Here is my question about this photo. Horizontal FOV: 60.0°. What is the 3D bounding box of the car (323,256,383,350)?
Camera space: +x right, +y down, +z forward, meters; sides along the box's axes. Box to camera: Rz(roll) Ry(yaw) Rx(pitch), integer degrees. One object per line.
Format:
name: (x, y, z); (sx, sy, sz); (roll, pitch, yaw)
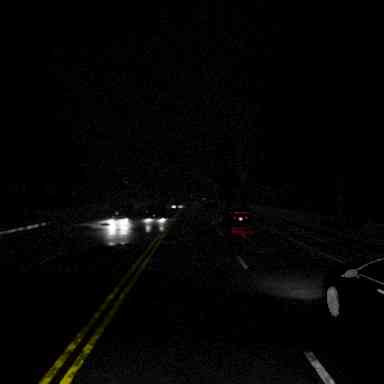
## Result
car: (3.349, 1.512, 4.280); (1.837, 1.490, 4.892); (0, 0, 0)

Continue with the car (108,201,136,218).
car: (-6.589, 1.652, 31.641); (2.128, 1.511, 4.902); (0, -1, 0)

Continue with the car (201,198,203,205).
car: (3.263, 2.232, 66.008); (1.994, 1.385, 4.181); (0, -1, 0)

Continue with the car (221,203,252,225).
car: (3.353, 1.614, 25.310); (1.837, 1.490, 4.892); (0, 0, 0)

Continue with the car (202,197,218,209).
car: (3.260, 1.978, 55.035); (2.163, 1.488, 4.792); (0, -1, 0)

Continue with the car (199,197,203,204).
car: (3.265, 2.365, 77.015); (2.128, 1.511, 4.902); (0, -1, 0)

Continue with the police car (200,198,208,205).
police car: (3.267, 2.521, 88.132); (1.930, 1.638, 5.238); (0, -1, 0)

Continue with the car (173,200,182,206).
car: (-3.235, 2.379, 73.386); (1.895, 1.301, 4.718); (0, -1, 0)

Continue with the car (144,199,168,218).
car: (-3.342, 1.711, 31.960); (2.033, 1.411, 5.357); (0, -1, 0)
